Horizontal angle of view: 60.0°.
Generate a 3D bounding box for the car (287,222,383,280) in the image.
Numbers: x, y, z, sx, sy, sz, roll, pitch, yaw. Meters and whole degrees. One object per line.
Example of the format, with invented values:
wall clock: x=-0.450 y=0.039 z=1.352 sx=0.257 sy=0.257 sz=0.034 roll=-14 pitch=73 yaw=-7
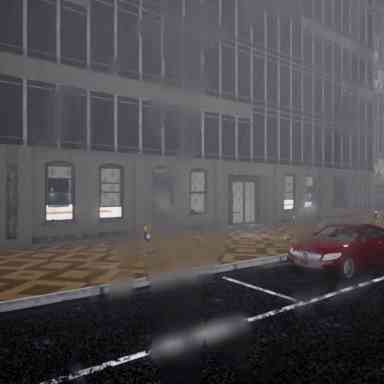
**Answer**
car: x=4.639 y=1.582 z=9.892 sx=4.206 sy=1.307 sz=1.802 roll=0 pitch=0 yaw=-36
